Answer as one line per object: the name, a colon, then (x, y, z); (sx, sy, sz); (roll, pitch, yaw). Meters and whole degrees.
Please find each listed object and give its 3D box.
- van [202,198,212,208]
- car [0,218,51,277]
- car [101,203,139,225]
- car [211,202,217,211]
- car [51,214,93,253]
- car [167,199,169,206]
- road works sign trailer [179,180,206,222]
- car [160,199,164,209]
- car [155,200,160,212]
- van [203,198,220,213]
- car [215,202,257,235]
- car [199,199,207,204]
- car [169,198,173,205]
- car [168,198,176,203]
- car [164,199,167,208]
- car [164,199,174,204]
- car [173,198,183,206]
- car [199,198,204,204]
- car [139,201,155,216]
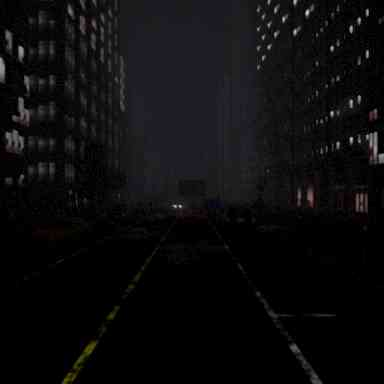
van: (2.716, 1.914, 59.978); (1.690, 1.788, 3.998); (-1, -1, 0)
car: (-5.693, 1.525, 8.832); (1.967, 1.590, 4.097); (-1, -1, 0)
car: (-5.683, 1.688, 25.882); (1.967, 1.590, 4.097); (-1, -1, 0)
car: (2.698, 1.774, 26.046); (1.752, 1.417, 4.829); (-1, -1, 0)
car: (-5.689, 1.663, 14.344); (1.752, 1.417, 4.829); (-1, -1, 0)
car: (-5.662, 2.155, 59.981); (1.802, 1.307, 4.206); (-1, -1, 0)
road works sign trailer: (0.022, 0.744, 29.291); (2.380, 3.560, 2.880); (0, -1, 0)
car: (-5.669, 2.009, 48.614); (1.887, 1.381, 4.507); (-1, -1, 0)
car: (-5.672, 1.976, 42.931); (1.947, 1.339, 4.313); (-1, -1, 0)
van: (2.706, 1.751, 42.928); (1.690, 1.788, 3.998); (-1, -1, 0)
car: (2.694, 1.633, 20.194); (1.967, 1.590, 4.097); (-1, -1, 0)
car: (2.731, 2.340, 82.709); (2.008, 1.369, 4.403); (-1, -1, 0)
car: (-5.656, 2.232, 71.348); (2.008, 1.369, 4.403); (-1, -1, 0)
car: (-5.642, 2.478, 94.081); (1.802, 1.307, 4.206); (-1, -1, 0)
car: (-5.667, 2.069, 54.298); (2.008, 1.369, 4.403); (-1, -1, 0)
car: (-5.649, 2.340, 82.714); (2.008, 1.369, 4.403); (-1, -1, 0)
car: (-2.959, 2.231, 71.778); (1.994, 1.385, 4.181); (0, -1, 0)
car: (2.712, 1.834, 54.295); (2.192, 1.841, 5.009); (-1, -1, 0)
car: (-5.676, 1.907, 37.247); (2.008, 1.369, 4.403); (-1, -1, 0)
